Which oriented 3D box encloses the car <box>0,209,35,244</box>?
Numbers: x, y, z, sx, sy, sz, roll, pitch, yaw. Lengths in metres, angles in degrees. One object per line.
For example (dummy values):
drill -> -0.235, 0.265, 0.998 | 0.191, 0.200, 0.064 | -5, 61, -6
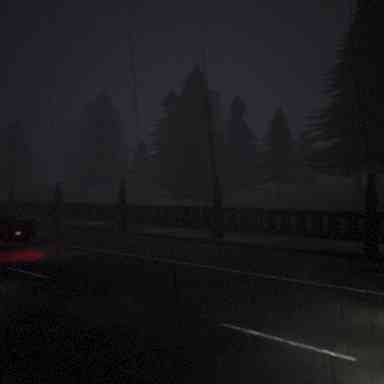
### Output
car -> -8.919, 1.485, 14.657 | 5.008, 1.535, 1.882 | 0, 0, 36
